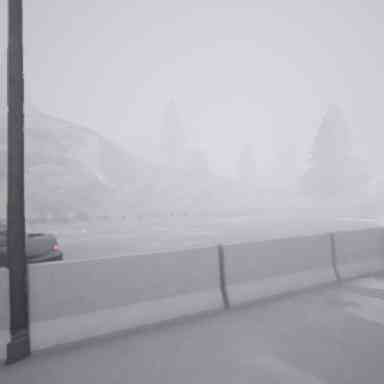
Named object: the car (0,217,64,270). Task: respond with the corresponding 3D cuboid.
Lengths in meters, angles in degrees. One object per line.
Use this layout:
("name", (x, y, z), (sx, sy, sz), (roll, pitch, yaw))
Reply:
("car", (-6.075, 1.519, 8.186), (5.357, 1.411, 2.033), (0, 0, -35))
